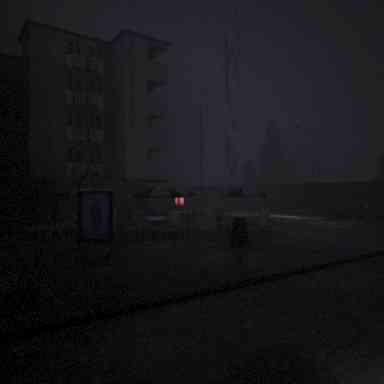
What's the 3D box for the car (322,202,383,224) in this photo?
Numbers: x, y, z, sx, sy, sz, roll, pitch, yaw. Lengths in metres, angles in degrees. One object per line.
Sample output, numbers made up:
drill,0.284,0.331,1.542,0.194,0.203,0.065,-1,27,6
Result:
car,12.203,1.495,25.047,2.128,1.511,4.902,0,0,-35
